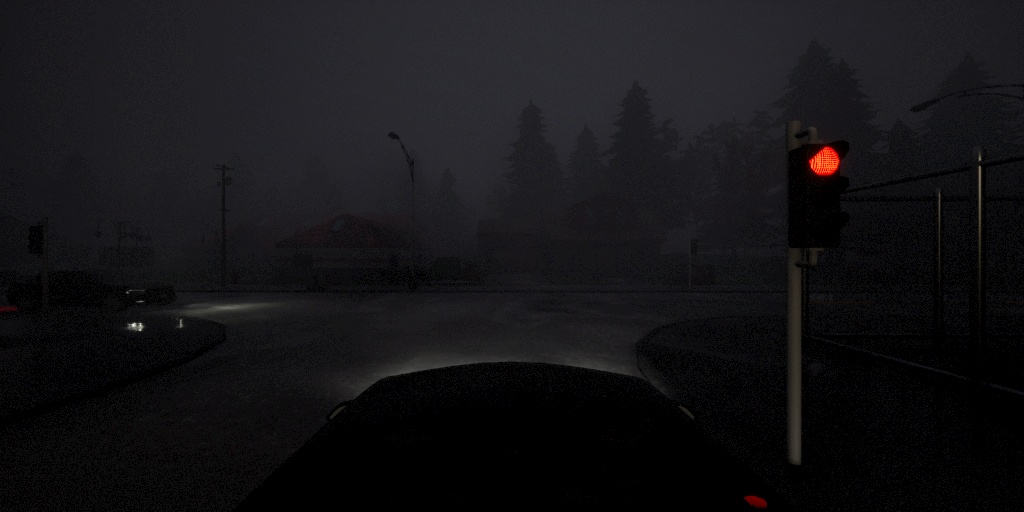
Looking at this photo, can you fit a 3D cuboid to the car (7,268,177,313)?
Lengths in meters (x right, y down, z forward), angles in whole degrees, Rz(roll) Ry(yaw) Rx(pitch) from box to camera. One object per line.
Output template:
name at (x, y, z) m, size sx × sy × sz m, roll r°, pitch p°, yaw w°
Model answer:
car at (-15.602, 1.228, 13.503) m, size 5.008 × 1.535 × 1.882 m, roll 0°, pitch 0°, yaw 0°
